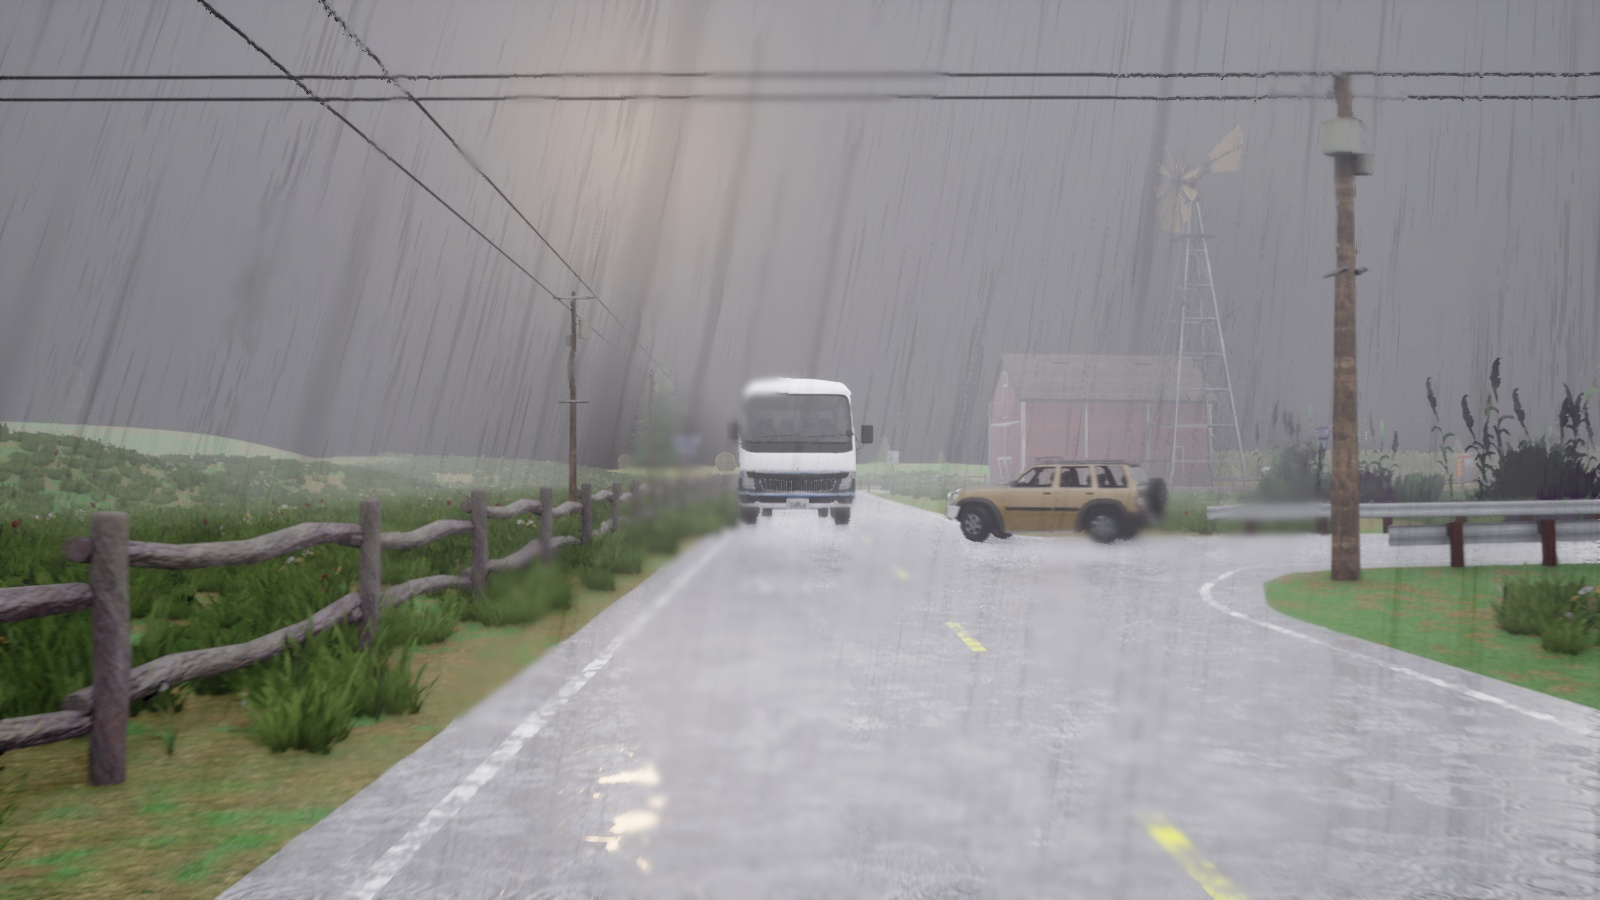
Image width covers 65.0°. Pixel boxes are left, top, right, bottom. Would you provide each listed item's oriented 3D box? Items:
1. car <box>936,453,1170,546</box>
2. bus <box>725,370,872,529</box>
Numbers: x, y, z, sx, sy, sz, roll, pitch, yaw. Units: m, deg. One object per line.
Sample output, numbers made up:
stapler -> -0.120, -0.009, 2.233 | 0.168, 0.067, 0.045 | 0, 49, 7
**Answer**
car -> 5.502, 1.045, 27.410 | 4.605, 1.855, 1.932 | -1, 0, 29
bus -> -0.093, 0.073, 38.952 | 3.944, 4.253, 10.273 | 0, -1, -1
